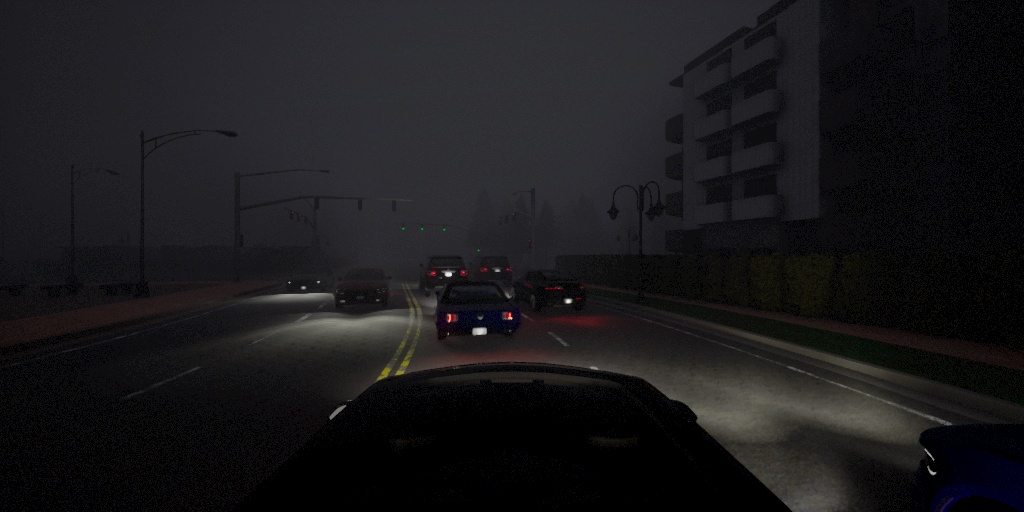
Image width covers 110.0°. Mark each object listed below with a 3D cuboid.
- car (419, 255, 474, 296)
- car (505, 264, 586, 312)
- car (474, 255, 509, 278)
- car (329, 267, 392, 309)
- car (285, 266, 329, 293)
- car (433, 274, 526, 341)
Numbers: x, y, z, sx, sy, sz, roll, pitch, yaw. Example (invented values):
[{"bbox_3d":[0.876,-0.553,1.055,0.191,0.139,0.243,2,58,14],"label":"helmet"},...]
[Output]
[{"bbox_3d":[-3.855,0.974,19.765,2.150,2.045,5.566,0,0,-18],"label":"car"},{"bbox_3d":[1.288,1.255,14.419,1.837,1.490,4.892,0,0,-15],"label":"car"},{"bbox_3d":[-1.646,0.974,24.410,2.150,2.045,5.566,0,0,-16],"label":"car"},{"bbox_3d":[-6.189,1.227,15.256,1.882,1.535,5.008,0,0,-17],"label":"car"},{"bbox_3d":[-11.844,1.298,21.463,2.033,1.411,5.357,0,0,-18],"label":"car"},{"bbox_3d":[-1.168,1.351,9.972,1.895,1.301,4.718,0,0,-12],"label":"car"}]
